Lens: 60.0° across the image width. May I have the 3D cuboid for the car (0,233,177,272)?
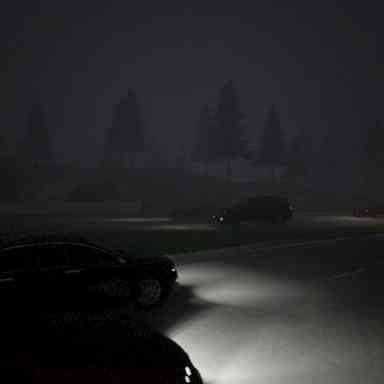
[{"bbox_3d":[-2.524,1.526,6.160,4.892,1.490,1.837,0,0,-37],"label":"car"}]

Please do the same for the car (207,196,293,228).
[{"bbox_3d":[4.191,1.303,22.962,5.566,2.045,2.150,0,0,-12],"label":"car"}]

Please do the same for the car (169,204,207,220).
[{"bbox_3d":[0.329,1.704,29.288,4.718,1.301,1.895,0,0,-9],"label":"car"}]

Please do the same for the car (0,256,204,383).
[{"bbox_3d":[-1.901,1.572,2.376,4.181,1.385,1.994,0,0,-36],"label":"car"}]

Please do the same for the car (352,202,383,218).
[{"bbox_3d":[17.285,1.642,31.338,4.674,1.442,1.812,0,0,-23],"label":"car"}]
